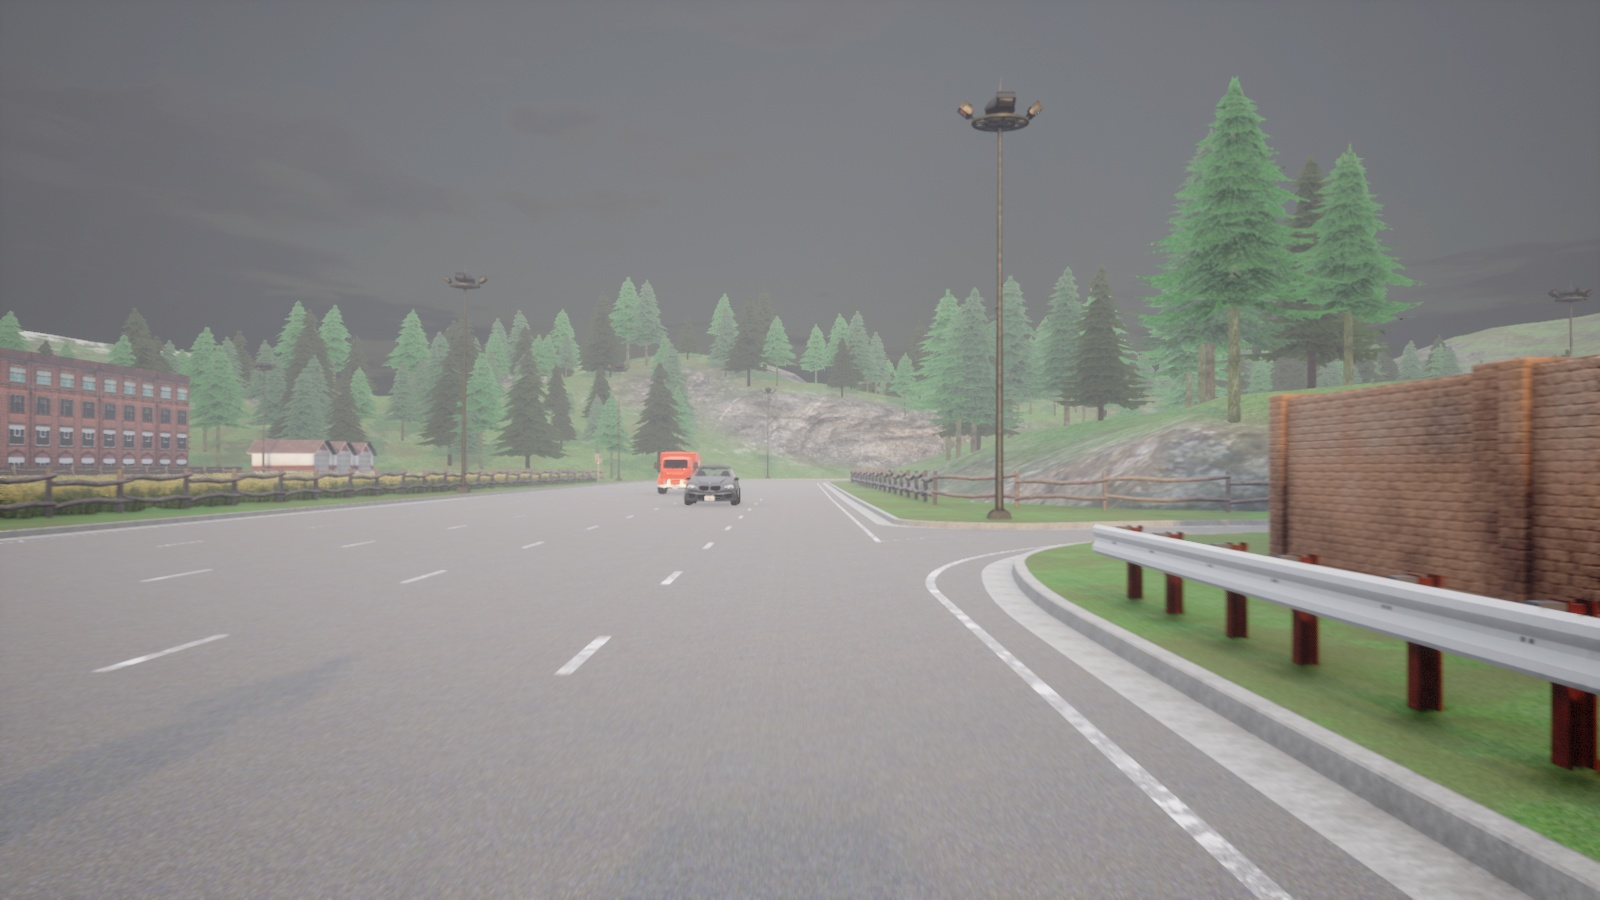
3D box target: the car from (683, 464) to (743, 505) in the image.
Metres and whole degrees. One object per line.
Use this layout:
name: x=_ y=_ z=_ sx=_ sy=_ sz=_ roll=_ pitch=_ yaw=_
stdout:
car: x=-3.634 y=1.417 z=53.166 sx=2.242 sy=1.667 sz=4.611 roll=0 pitch=-1 yaw=0

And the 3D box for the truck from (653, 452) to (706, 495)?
truck: x=-7.124 y=1.404 z=74.629 sx=2.627 sy=2.467 sz=5.204 roll=0 pitch=-1 yaw=0

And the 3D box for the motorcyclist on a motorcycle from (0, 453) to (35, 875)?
motorcyclist on a motorcycle: x=-3.510 y=0.831 z=3.959 sx=0.766 sy=1.649 sz=2.350 roll=0 pitch=0 yaw=0
